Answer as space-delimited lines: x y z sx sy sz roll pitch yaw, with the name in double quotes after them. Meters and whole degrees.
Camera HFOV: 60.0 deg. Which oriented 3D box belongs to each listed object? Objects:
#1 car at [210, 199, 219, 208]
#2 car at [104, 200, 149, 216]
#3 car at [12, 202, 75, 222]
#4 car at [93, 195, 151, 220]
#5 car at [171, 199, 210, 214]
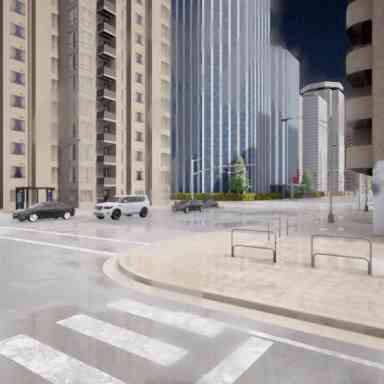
2.000 1.620 46.715 1.994 1.385 4.181 0 0 35 "car"
-6.681 1.581 34.318 1.812 1.442 4.674 0 0 35 "car"
-11.862 1.560 26.917 1.837 1.490 4.892 0 0 36 "car"
-6.006 1.277 29.174 2.150 2.045 5.566 0 0 35 "car"
-0.388 1.560 37.242 1.837 1.490 4.892 0 0 35 "car"
